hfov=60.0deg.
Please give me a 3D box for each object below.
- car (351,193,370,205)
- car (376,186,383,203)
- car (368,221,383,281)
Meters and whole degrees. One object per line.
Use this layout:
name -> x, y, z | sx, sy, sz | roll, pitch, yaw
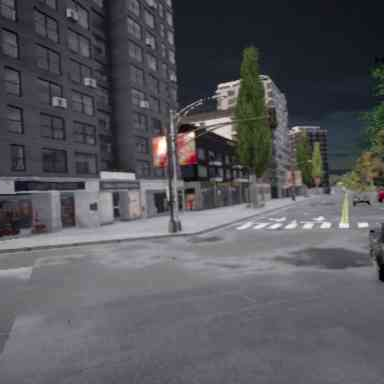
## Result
car -> 20.387, 0.826, 40.234 | 2.033, 1.411, 5.357 | -4, -1, 25
car -> 25.250, 0.255, 43.044 | 2.150, 2.045, 5.566 | -4, -1, 25
car -> 5.746, 1.366, 8.717 | 1.895, 1.301, 4.718 | -4, -1, 25
